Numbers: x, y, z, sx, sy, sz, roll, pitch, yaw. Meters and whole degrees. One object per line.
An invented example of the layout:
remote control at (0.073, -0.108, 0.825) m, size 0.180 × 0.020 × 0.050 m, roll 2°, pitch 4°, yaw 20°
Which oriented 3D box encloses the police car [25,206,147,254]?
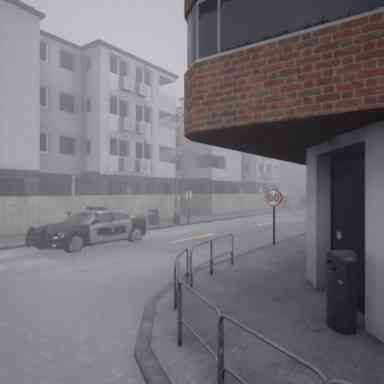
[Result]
police car at (-4.083, 1.420, 13.740) m, size 1.930 × 1.638 × 5.238 m, roll 0°, pitch 0°, yaw 35°
